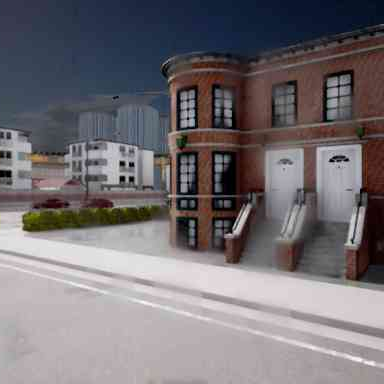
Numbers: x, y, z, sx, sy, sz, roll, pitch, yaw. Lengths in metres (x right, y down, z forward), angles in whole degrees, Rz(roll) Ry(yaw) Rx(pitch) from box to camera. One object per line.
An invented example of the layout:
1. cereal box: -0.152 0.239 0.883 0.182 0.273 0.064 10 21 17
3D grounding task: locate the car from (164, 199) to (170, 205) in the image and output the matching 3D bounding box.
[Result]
1. car: -2.505 1.479 57.416 4.892 1.490 1.837 0 -1 -34

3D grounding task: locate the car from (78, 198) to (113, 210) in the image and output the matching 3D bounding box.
1. car: -12.103 1.501 42.060 1.812 1.442 4.674 0 0 38

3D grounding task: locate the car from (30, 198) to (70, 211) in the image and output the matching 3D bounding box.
1. car: -17.399 1.498 40.920 1.812 1.442 4.674 0 0 38
